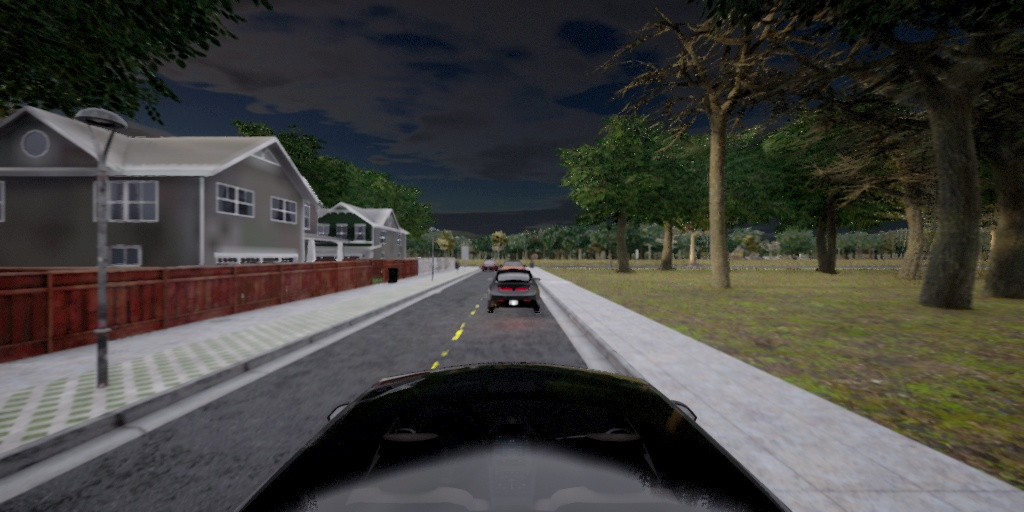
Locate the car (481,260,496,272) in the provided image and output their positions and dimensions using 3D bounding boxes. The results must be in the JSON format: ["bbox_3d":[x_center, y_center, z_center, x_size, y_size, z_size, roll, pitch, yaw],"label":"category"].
[{"bbox_3d":[-2.826,1.218,46.028,1.882,1.535,5.008,0,0,0],"label":"car"}]

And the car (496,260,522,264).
[{"bbox_3d":[0.071,1.093,28.746,2.097,1.767,4.553,0,0,0],"label":"car"}]

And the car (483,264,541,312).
[{"bbox_3d":[0.073,1.251,14.069,1.837,1.490,4.892,0,0,0],"label":"car"}]
